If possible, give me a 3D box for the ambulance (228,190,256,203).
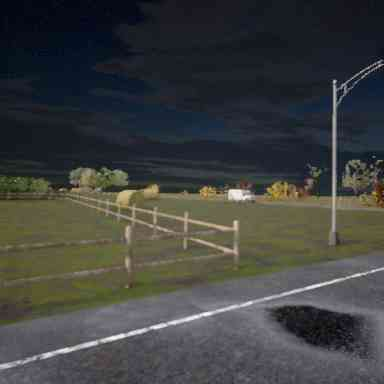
[{"bbox_3d":[9.929,0.795,65.629,2.351,2.431,6.366,2,0,-32],"label":"ambulance"}]
